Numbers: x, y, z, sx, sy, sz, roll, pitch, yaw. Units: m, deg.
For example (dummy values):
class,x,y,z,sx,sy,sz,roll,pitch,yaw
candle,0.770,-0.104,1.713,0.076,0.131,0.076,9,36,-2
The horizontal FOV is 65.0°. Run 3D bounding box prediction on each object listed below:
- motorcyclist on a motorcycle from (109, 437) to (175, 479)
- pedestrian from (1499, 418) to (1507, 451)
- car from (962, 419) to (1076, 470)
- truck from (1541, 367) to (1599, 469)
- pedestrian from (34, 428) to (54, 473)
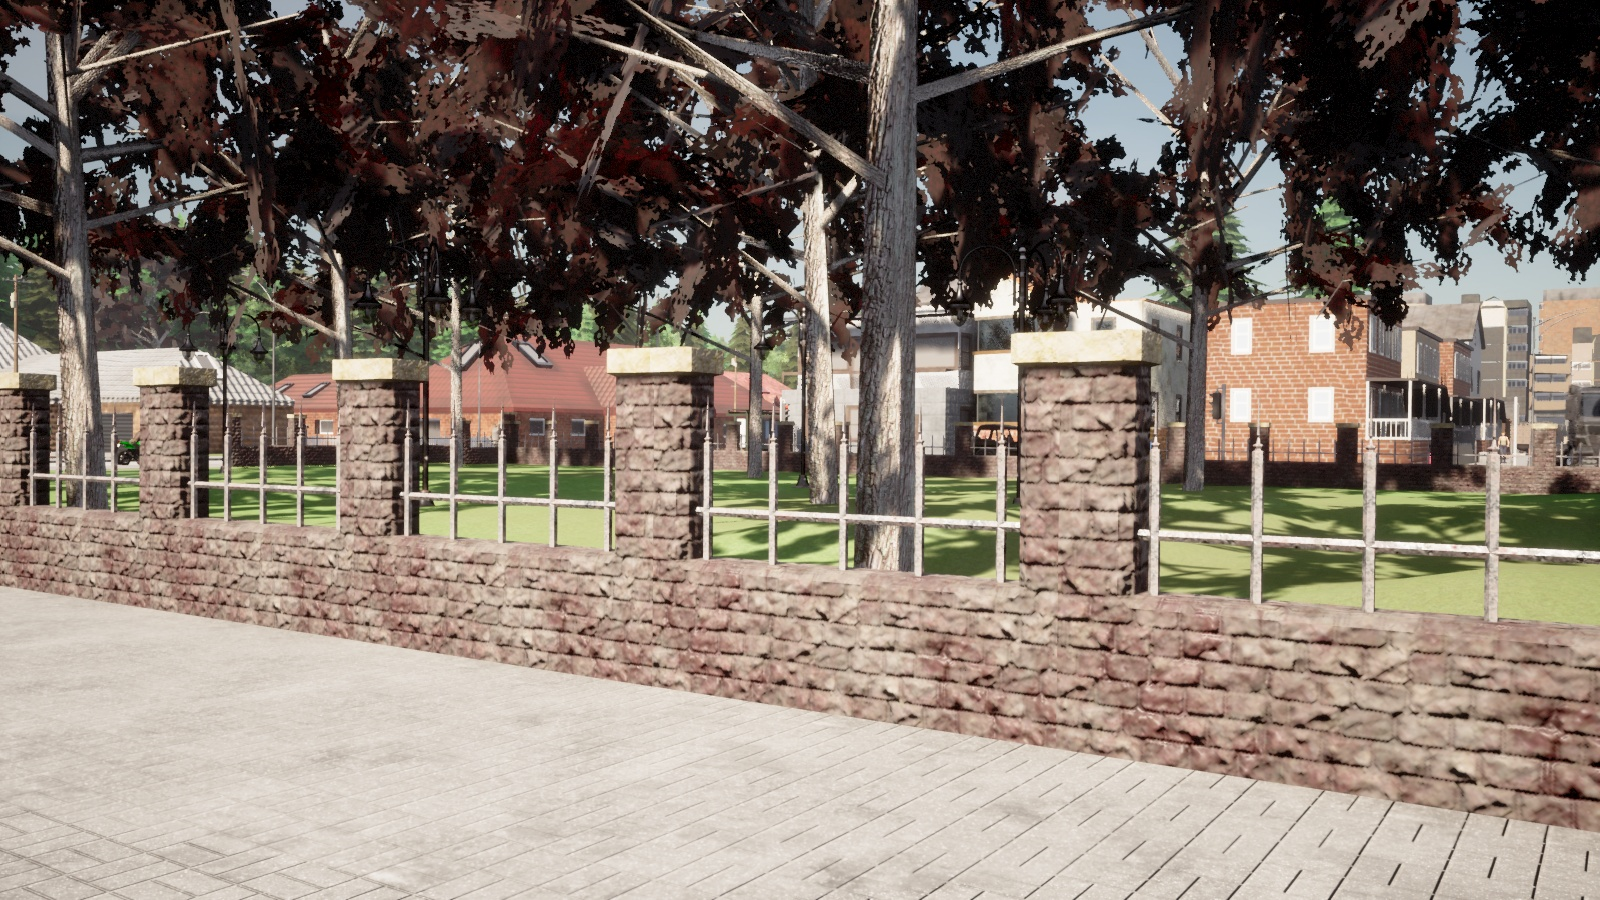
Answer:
class,x,y,z,sx,sy,sz,roll,pitch,yaw
motorcyclist on a motorcycle,-24.805,0.291,47.363,0.797,1.523,2.044,0,1,32
pedestrian,39.894,-0.893,71.265,0.345,1.836,0.594,0,1,33
car,8.383,-0.206,48.138,3.866,1.878,1.905,0,1,32
truck,29.384,-1.144,45.975,2.891,3.462,7.936,0,1,23
pedestrian,-31.364,0.013,52.093,0.353,1.847,0.614,0,1,23
